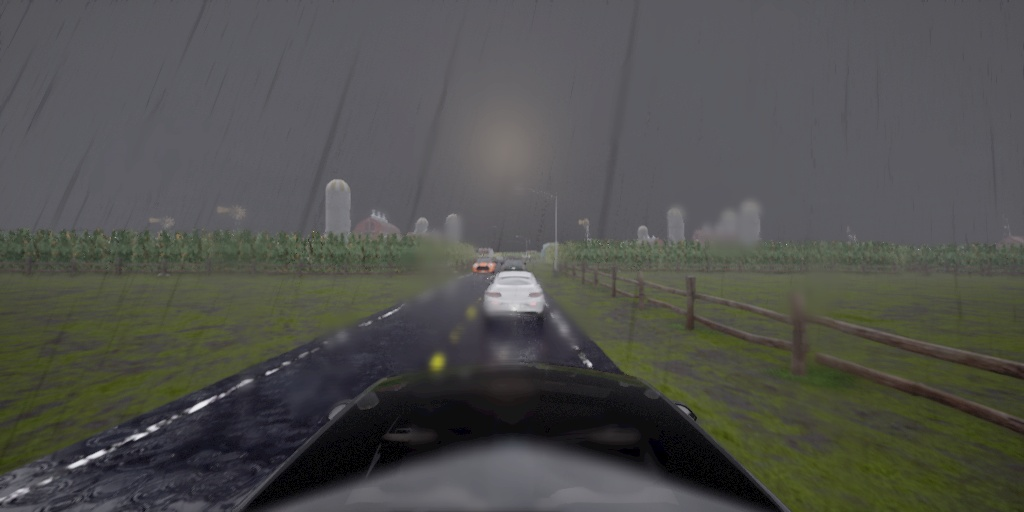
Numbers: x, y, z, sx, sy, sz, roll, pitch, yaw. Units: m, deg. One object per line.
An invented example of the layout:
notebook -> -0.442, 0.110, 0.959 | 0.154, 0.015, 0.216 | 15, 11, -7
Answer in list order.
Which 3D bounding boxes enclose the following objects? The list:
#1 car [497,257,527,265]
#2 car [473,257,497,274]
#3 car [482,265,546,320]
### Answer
car -> 0.116, 0.952, 29.327 | 2.097, 1.767, 4.553 | 0, 0, 0
car -> -2.812, 0.917, 36.969 | 2.097, 1.767, 4.553 | 0, 0, 0
car -> 0.099, 1.214, 12.252 | 1.812, 1.442, 4.674 | 0, 1, 0
